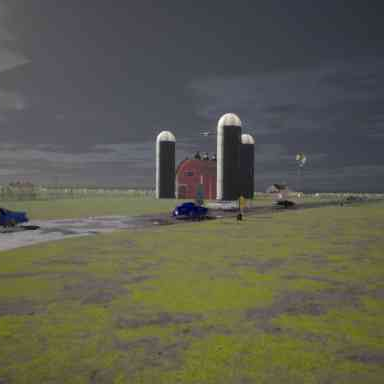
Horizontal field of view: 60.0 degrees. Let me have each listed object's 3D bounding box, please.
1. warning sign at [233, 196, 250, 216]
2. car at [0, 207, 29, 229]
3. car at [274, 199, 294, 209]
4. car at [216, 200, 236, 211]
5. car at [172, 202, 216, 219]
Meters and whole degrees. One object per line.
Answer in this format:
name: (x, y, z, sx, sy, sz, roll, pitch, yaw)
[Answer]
warning sign: (4.809, 1.301, 32.133, 1.300, 1.860, 1.060, 1, 1, 36)
car: (-12.707, 1.566, 19.927, 2.033, 1.411, 5.357, 1, 0, 36)
car: (14.287, 1.759, 51.407, 2.128, 1.511, 4.902, 1, 0, 36)
car: (3.728, 1.759, 42.922, 1.895, 1.301, 4.718, 1, 0, 36)
car: (-0.014, 1.660, 31.357, 1.812, 1.442, 4.674, 1, 0, 35)
